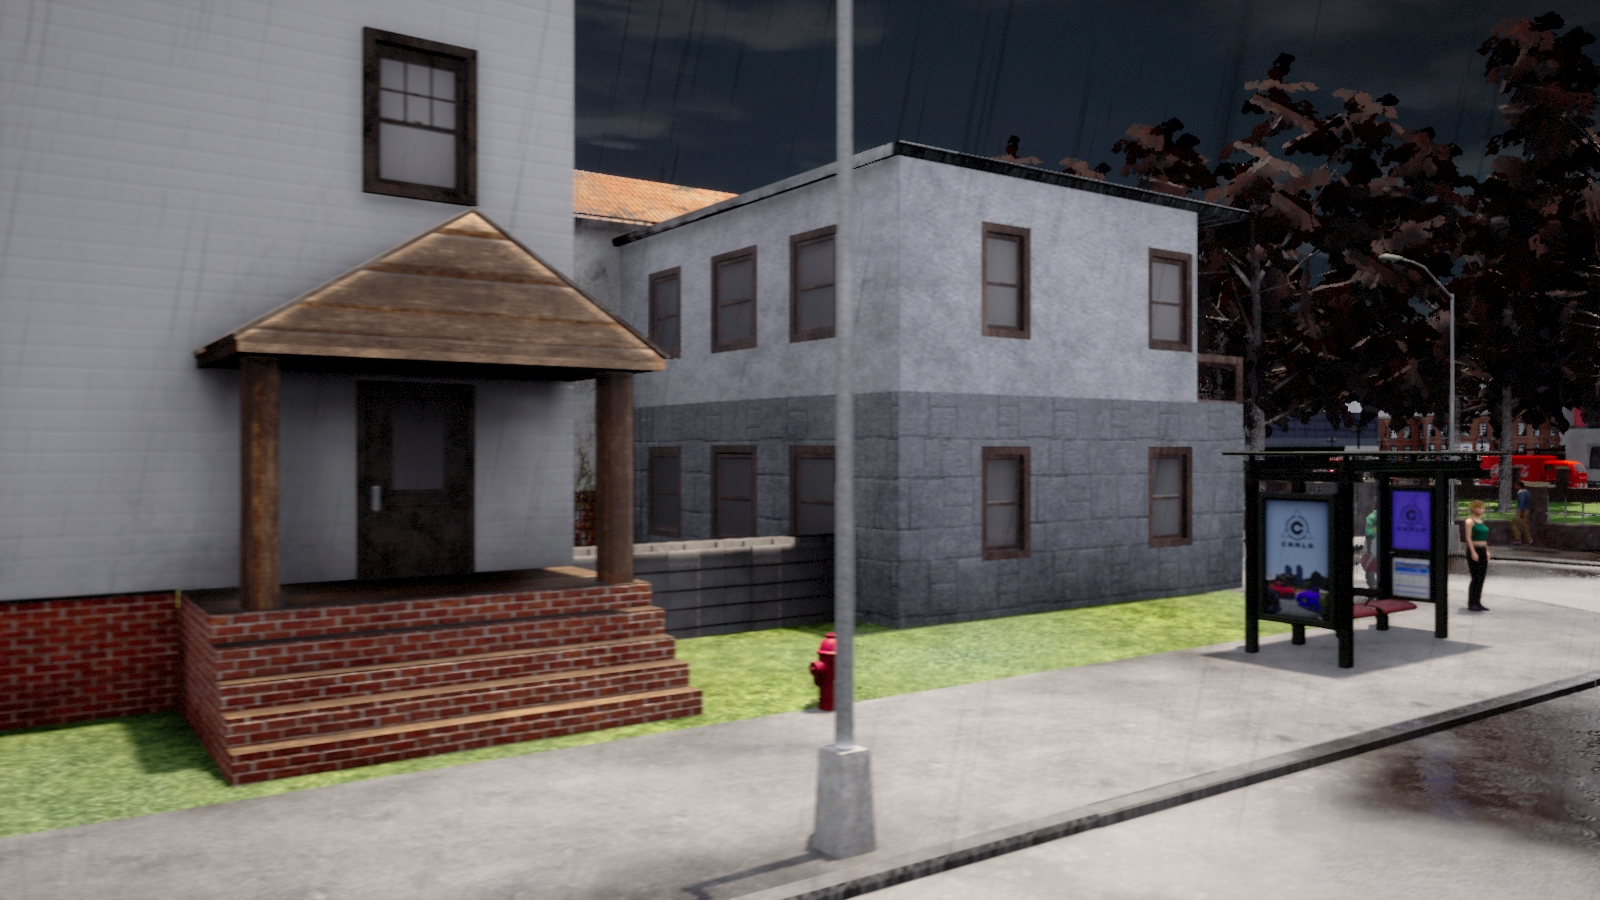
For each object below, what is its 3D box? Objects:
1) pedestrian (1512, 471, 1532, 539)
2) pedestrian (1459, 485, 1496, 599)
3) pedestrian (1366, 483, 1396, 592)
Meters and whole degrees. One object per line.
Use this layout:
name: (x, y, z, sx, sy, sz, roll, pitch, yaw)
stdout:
pedestrian: (20.071, 1.528, 31.771, 0.375, 1.860, 0.375, 0, 0, -37)
pedestrian: (11.242, 1.518, 18.964, 0.375, 1.860, 0.375, 0, 0, -20)
pedestrian: (10.108, 1.517, 19.878, 0.375, 1.860, 0.375, 0, 0, 10)
